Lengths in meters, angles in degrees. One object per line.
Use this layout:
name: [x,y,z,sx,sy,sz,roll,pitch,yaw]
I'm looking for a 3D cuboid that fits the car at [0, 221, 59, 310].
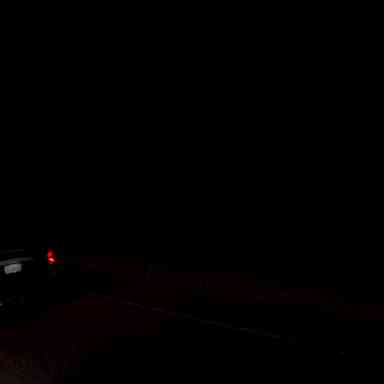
car: [-4.919,1.359,6.937,4.553,1.767,2.097,0,0,32]
